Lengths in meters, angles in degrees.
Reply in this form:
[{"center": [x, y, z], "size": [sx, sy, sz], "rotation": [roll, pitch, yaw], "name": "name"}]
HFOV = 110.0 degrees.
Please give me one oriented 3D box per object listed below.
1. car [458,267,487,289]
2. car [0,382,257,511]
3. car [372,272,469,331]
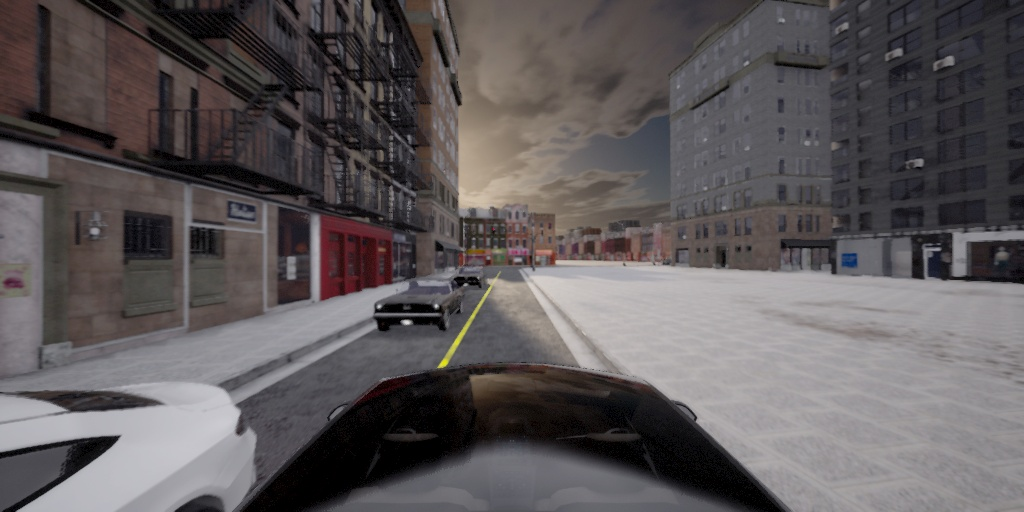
[{"center": [-2.705, 1.373, 23.336], "size": [1.895, 1.301, 4.718], "rotation": [0, 0, 0], "name": "car"}, {"center": [-2.581, 1.287, 0.523], "size": [1.812, 1.442, 4.674], "rotation": [0, 0, 0], "name": "car"}, {"center": [-2.645, 1.365, 11.208], "size": [1.895, 1.301, 4.718], "rotation": [0, 0, 0], "name": "car"}]
